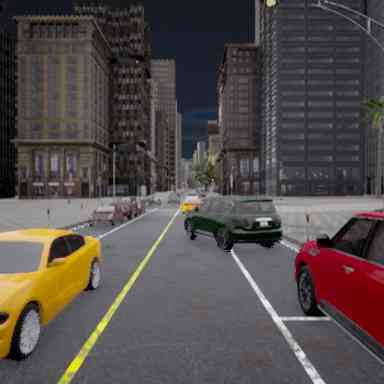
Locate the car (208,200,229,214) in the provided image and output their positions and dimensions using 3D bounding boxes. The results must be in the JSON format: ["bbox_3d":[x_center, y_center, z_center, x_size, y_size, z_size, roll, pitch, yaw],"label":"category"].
[{"bbox_3d":[2.716,1.521,34.682,1.802,1.307,4.206,0,0,0],"label":"car"}]

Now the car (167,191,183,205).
[{"bbox_3d":[-3.103,1.200,57.037,2.097,1.767,4.553,0,0,0],"label":"car"}]

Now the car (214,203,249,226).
[{"bbox_3d":[2.730,1.530,23.883,1.947,1.339,4.313,0,0,0],"label":"car"}]

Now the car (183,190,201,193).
[{"bbox_3d":[0.010,1.094,52.195,2.150,2.045,5.566,0,0,0],"label":"car"}]

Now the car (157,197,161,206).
[{"bbox_3d":[-5.833,1.451,52.843,1.802,1.307,4.206,0,0,0],"label":"car"}]

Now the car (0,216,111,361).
[{"bbox_3d":[-3.110,1.469,6.106,1.882,1.535,5.008,0,0,0],"label":"car"}]

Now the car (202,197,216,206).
[{"bbox_3d":[2.693,1.435,52.849,1.947,1.339,4.313,0,0,0],"label":"car"}]

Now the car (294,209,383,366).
[{"bbox_3d":[3.099,1.214,4.274,2.150,2.045,5.566,0,0,0],"label":"car"}]

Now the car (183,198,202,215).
[{"bbox_3d":[0.036,1.416,35.065,1.882,1.535,5.008,0,1,0],"label":"car"}]

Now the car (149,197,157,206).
[{"bbox_3d":[-7.563,1.284,46.916,4.403,1.369,2.008,-1,1,-9],"label":"car"}]

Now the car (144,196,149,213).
[{"bbox_3d":[-5.807,1.383,33.514,1.967,1.590,4.097,0,0,0],"label":"car"}]

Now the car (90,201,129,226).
[{"bbox_3d":[-5.794,1.548,22.912,1.802,1.307,4.206,0,0,0],"label":"car"}]

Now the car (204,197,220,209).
[{"bbox_3d":[2.702,1.468,45.484,1.947,1.339,4.313,0,0,0],"label":"car"}]

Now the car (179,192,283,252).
[{"bbox_3d":[1.521,1.203,14.227,2.150,2.045,5.566,-1,1,-22],"label":"car"}]

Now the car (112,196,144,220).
[{"bbox_3d":[-5.801,1.272,28.212,2.192,1.841,5.009,0,0,0],"label":"car"}]
